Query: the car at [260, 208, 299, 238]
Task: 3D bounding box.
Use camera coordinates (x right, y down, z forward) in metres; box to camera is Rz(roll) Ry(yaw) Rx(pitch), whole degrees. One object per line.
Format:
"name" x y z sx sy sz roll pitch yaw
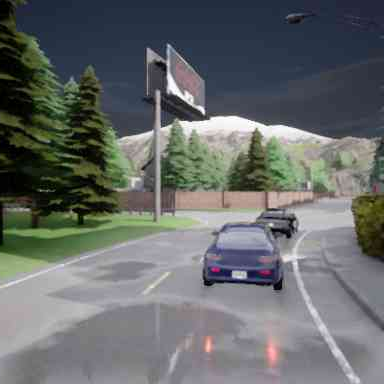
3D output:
"car" 4.642 1.584 18.210 1.994 1.385 4.181 0 0 23

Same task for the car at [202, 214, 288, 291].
"car" 1.459 1.541 9.086 1.812 1.442 4.674 0 0 12
